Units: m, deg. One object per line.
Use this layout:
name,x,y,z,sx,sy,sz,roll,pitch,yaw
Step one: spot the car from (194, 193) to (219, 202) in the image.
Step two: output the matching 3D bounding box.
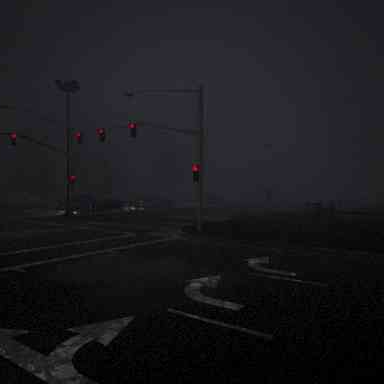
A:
car,3.374,1.224,63.521,2.150,2.045,5.566,0,0,36

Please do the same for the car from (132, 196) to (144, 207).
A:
car,-6.666,1.353,49.212,2.097,1.767,4.553,0,0,35

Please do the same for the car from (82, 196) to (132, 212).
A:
car,-9.762,1.491,38.649,2.128,1.511,4.902,0,0,35

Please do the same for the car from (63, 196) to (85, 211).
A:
car,-12.500,1.547,40.844,2.033,1.411,5.357,0,0,35

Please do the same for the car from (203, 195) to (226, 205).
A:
car,3.979,1.601,58.327,1.895,1.301,4.718,0,0,35

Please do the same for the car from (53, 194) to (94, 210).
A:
car,-15.108,1.221,43.214,2.150,2.045,5.566,0,0,35

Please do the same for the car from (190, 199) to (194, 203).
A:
car,1.611,1.601,67.049,1.895,1.301,4.718,0,0,36

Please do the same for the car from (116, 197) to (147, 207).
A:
car,-9.313,1.526,51.529,1.812,1.442,4.674,0,0,35

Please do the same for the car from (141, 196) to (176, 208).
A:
car,-4.375,1.601,46.377,1.895,1.301,4.718,0,0,35
